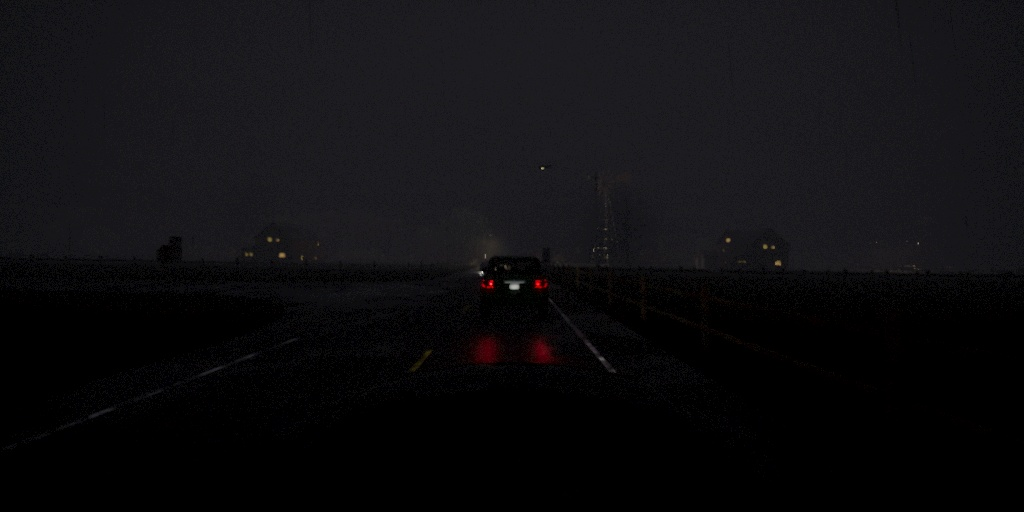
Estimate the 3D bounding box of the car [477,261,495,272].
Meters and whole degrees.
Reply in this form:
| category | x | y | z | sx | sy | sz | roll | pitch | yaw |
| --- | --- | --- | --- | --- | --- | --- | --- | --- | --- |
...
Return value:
| category | x | y | z | sx | sy | sz | roll | pitch | yaw |
| --- | --- | --- | --- | --- | --- | --- | --- | --- | --- |
| car | -3.577 | 1.422 | 50.455 | 2.033 | 1.411 | 5.357 | 0 | 0 | 0 |

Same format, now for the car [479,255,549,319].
| category | x | y | z | sx | sy | sz | roll | pitch | yaw |
| --- | --- | --- | --- | --- | --- | --- | --- | --- | --- |
| car | 0.085 | 1.000 | 13.075 | 2.150 | 2.045 | 5.566 | 0 | 0 | 0 |
